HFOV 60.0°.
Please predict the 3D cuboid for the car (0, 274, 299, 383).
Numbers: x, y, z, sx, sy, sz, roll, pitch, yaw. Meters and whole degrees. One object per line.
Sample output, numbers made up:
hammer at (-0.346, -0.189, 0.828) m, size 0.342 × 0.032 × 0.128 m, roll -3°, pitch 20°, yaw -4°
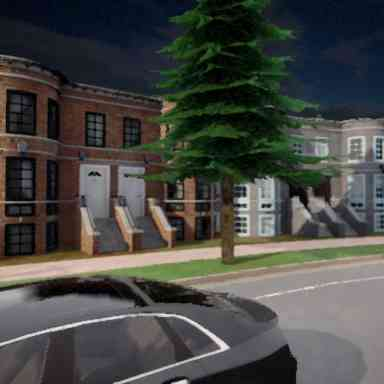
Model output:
car at (-1.362, 1.541, 2.507) m, size 4.892 × 1.490 × 1.837 m, roll 1°, pitch -1°, yaw -30°
